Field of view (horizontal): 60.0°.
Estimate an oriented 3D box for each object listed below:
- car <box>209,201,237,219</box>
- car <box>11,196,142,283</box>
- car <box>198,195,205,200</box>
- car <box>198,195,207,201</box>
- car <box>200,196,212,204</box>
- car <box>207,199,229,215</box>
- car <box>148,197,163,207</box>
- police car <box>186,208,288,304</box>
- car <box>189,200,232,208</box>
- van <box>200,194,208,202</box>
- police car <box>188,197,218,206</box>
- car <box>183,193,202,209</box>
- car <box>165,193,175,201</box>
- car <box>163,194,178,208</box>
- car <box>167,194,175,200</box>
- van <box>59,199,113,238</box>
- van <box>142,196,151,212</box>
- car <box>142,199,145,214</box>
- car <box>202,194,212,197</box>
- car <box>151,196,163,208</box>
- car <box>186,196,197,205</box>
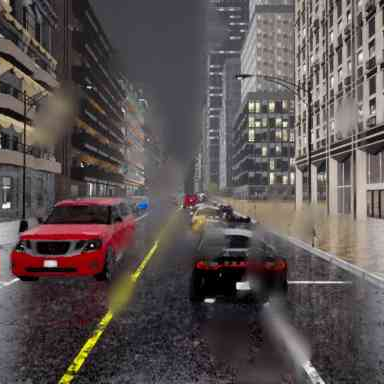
[{"bbox_3d":[2.676,1.549,29.634,2.008,1.369,4.403,1,0,0],"label":"car"},{"bbox_3d":[-3.112,1.223,10.070,2.150,2.045,5.566,0,0,0],"label":"car"},{"bbox_3d":[2.586,1.506,92.311,1.802,1.307,4.206,1,0,0],"label":"car"},{"bbox_3d":[2.606,1.509,80.916,1.947,1.339,4.313,1,0,0],"label":"car"},{"bbox_3d":[2.645,1.517,63.822,2.008,1.369,4.403,1,0,0],"label":"car"},{"bbox_3d":[2.671,1.546,35.331,2.008,1.369,4.403,1,0,0],"label":"car"},{"bbox_3d":[-5.725,1.562,52.535,1.802,1.307,4.206,1,0,0],"label":"car"},{"bbox_3d":[0.891,1.427,8.363,1.930,1.638,5.238,0,0,0],"label":"police car"},{"bbox_3d":[0.882,1.456,18.445,1.801,1.575,5.366,0,0,0],"label":"car"},{"bbox_3d":[2.649,1.292,75.218,1.690,1.788,3.998,1,0,0],"label":"van"},{"bbox_3d":[0.876,1.425,24.366,1.930,1.638,5.238,0,0,0],"label":"police car"},{"bbox_3d":[-0.034,1.209,45.675,2.150,2.045,5.566,0,0,1],"label":"car"},{"bbox_3d":[-5.751,1.248,86.728,2.192,1.841,5.009,1,0,0],"label":"car"},{"bbox_3d":[-3.047,1.461,49.493,1.882,1.535,5.008,0,0,0],"label":"car"},{"bbox_3d":[-5.759,1.364,92.428,1.967,1.590,4.097,1,0,0],"label":"car"},{"bbox_3d":[-5.690,1.342,18.342,1.690,1.788,3.998,1,0,0],"label":"van"},{"bbox_3d":[-5.705,1.337,35.441,1.690,1.788,3.998,1,0,0],"label":"van"},{"bbox_3d":[-5.705,1.564,29.744,1.947,1.339,4.313,1,0,0],"label":"car"},{"bbox_3d":[2.655,1.289,58.125,2.192,1.841,5.009,1,0,0],"label":"car"},{"bbox_3d":[-5.720,1.537,46.838,2.008,1.369,4.403,1,0,0],"label":"car"},{"bbox_3d":[-0.055,1.478,58.704,1.837,1.490,4.892,0,0,0],"label":"car"}]
